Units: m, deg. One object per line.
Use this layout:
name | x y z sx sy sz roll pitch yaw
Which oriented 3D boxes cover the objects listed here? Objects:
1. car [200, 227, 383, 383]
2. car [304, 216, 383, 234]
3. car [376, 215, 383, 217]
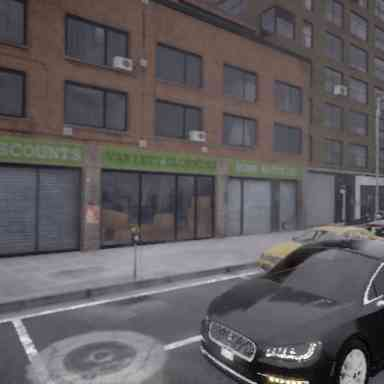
car | 2.365 1.539 5.061 4.892 1.490 1.837 0 0 -35
car | 4.014 1.588 9.612 4.829 1.417 1.752 1 0 -35
car | 8.628 1.419 12.897 5.009 1.841 2.192 1 0 -35
